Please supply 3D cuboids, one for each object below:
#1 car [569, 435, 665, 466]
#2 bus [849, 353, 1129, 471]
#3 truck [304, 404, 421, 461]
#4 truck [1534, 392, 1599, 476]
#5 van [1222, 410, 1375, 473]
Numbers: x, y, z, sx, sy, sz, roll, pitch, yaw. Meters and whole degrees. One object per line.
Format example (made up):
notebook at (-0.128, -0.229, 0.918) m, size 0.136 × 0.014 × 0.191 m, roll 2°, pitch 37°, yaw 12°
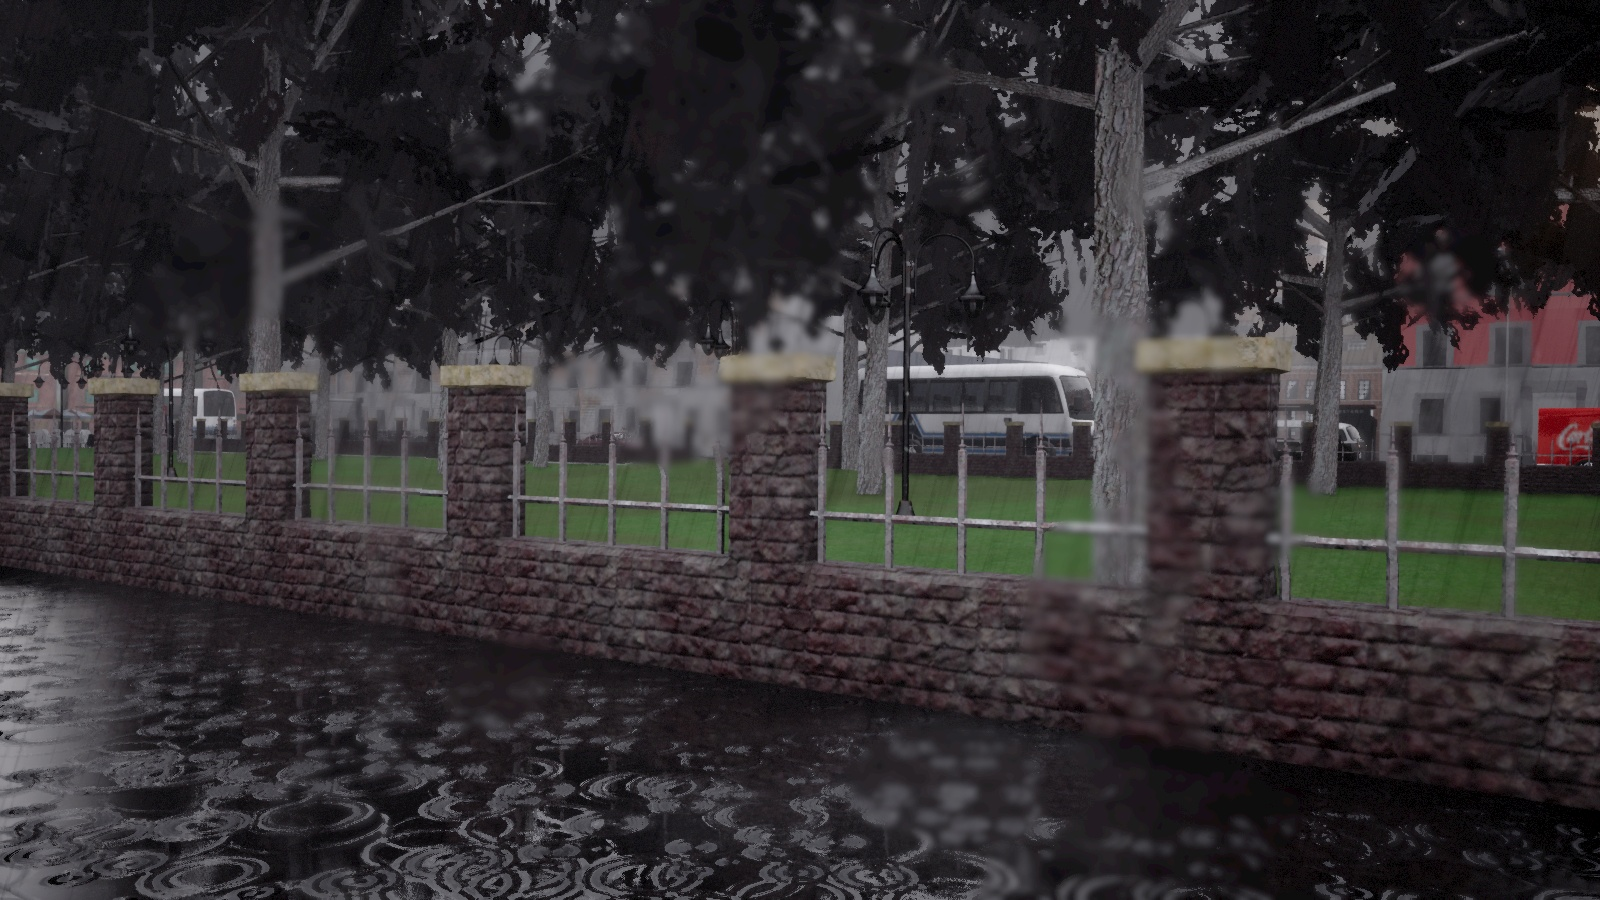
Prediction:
car at (-8.956, 0.001, 61.315) m, size 4.674 × 1.442 × 1.812 m, roll 0°, pitch 1°, yaw 36°
bus at (7.328, -1.390, 49.699) m, size 10.273 × 4.253 × 3.944 m, roll 0°, pitch 1°, yaw 35°
truck at (-27.734, -1.086, 79.527) m, size 7.936 × 3.462 × 2.891 m, roll 0°, pitch 1°, yaw 35°
truck at (24.907, -0.489, 37.226) m, size 5.204 × 2.467 × 2.627 m, roll 0°, pitch 1°, yaw 36°
van at (16.983, -0.284, 42.855) m, size 4.480 × 2.038 × 2.069 m, roll 0°, pitch 1°, yaw 35°
